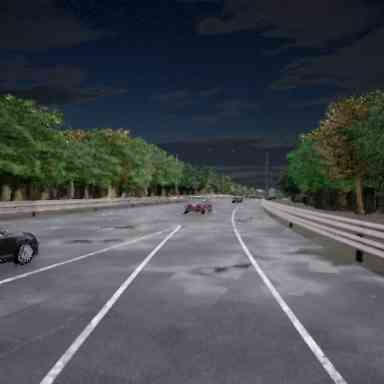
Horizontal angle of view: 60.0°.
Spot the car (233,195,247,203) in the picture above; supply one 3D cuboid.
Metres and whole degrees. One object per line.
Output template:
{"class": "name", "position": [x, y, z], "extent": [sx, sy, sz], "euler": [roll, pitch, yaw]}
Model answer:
{"class": "car", "position": [9.309, 1.506, 66.984], "extent": [1.837, 1.490, 4.892], "euler": [0, 0, 15]}

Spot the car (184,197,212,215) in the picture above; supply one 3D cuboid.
{"class": "car", "position": [0.734, 1.336, 34.248], "extent": [2.097, 1.767, 4.553], "euler": [0, 0, 15]}

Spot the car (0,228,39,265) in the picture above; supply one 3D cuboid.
{"class": "car", "position": [-6.328, 1.475, 8.929], "extent": [1.837, 1.490, 4.892], "euler": [0, 0, 16]}
